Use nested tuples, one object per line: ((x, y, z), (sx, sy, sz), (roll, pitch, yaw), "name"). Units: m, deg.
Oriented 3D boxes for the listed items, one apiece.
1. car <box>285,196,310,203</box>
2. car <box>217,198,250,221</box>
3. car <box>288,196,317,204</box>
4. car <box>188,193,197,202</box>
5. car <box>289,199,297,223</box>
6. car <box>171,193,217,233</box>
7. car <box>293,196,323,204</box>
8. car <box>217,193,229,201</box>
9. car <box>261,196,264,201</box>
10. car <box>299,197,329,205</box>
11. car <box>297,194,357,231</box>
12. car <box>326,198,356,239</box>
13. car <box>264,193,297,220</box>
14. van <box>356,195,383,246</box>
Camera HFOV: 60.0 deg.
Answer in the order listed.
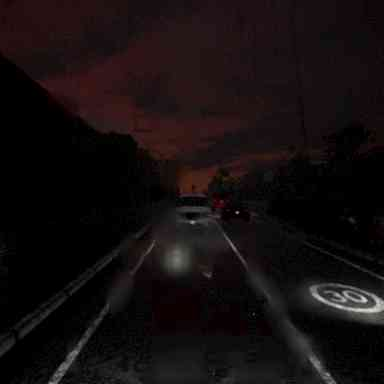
((22.072, 1.641, 69.793), (4.674, 1.452, 2.002), (0, 0, 0), "car")
((3.353, 1.465, 26.456), (1.994, 1.385, 4.181), (0, 0, 1), "car")
((22.061, 1.586, 66.517), (4.892, 1.521, 2.231), (0, 0, 0), "car")
((0.132, 1.229, 77.877), (2.150, 2.045, 5.566), (0, 0, 0), "car")
((8.882, 1.395, 20.473), (4.892, 1.521, 2.231), (0, 0, 0), "car")
((0.030, 1.132, 19.295), (2.150, 2.045, 5.566), (0, 0, 0), "car")
((22.064, 1.568, 63.244), (5.008, 1.535, 2.097), (0, 0, 0), "car")
((3.339, 1.185, 40.203), (2.150, 2.045, 5.566), (0, 0, 1), "car")
((8.888, 1.391, 28.878), (4.892, 1.521, 2.231), (0, 0, 0), "car")
((22.048, 1.593, 60.095), (4.674, 1.452, 2.002), (0, 0, 0), "car")
((8.900, 1.153, 17.667), (5.566, 2.045, 2.435), (0, 0, 0), "car")
((8.836, 1.288, 14.866), (4.553, 1.767, 2.185), (0, 0, 0), "car")
((8.917, 1.137, 26.077), (5.566, 2.045, 2.435), (0, 0, 0), "car")
((8.748, 1.201, 12.062), (4.442, 1.987, 1.878), (0, 0, 0), "van")
